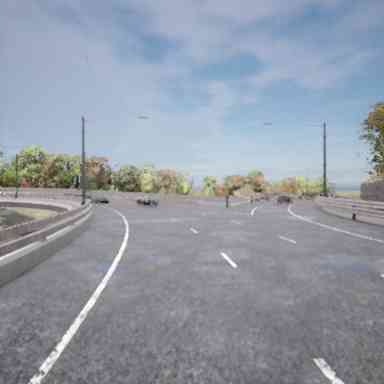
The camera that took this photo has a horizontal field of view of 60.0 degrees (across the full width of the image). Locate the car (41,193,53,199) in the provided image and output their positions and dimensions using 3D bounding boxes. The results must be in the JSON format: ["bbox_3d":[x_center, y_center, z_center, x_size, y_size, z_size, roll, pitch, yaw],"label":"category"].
[{"bbox_3d":[-33.876,1.017,76.751,4.181,1.385,1.994,0,1,41],"label":"car"}]

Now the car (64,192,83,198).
[{"bbox_3d":[-29.293,0.739,82.049,4.902,1.511,2.128,0,1,41],"label":"car"}]

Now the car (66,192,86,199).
[{"bbox_3d":[-25.561,0.921,73.315,1.882,1.535,5.008,-1,1,-44],"label":"car"}]

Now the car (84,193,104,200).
[{"bbox_3d":[-21.975,0.943,74.576,2.033,1.411,5.357,-1,1,-44],"label":"car"}]

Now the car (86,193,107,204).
[{"bbox_3d":[-15.037,1.136,53.404,1.994,1.385,4.181,-1,1,-30],"label":"car"}]

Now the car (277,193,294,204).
[{"bbox_3d":[13.791,0.939,48.895,1.837,1.490,4.892,-1,0,24],"label":"car"}]

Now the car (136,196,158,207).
[{"bbox_3d":[-6.012,1.211,43.720,1.895,1.301,4.718,-1,1,-24],"label":"car"}]
